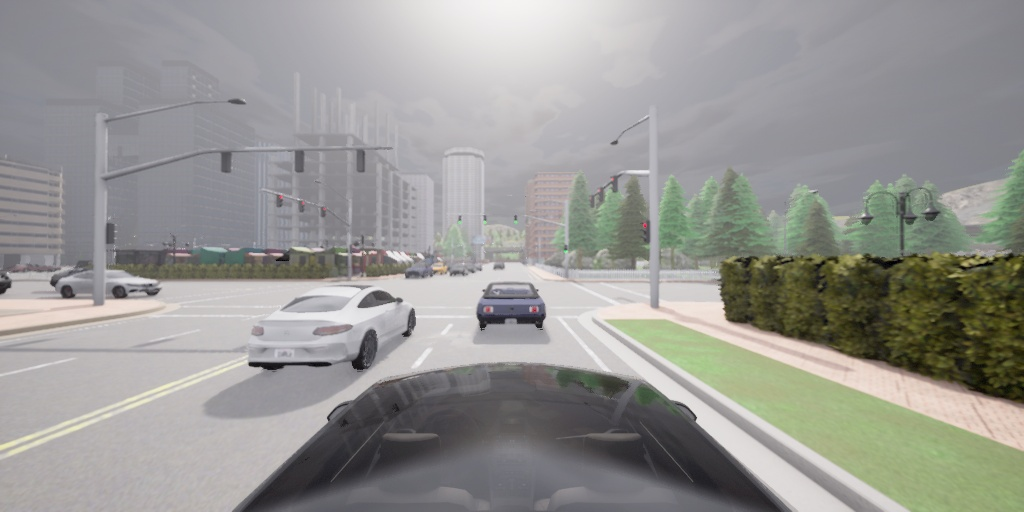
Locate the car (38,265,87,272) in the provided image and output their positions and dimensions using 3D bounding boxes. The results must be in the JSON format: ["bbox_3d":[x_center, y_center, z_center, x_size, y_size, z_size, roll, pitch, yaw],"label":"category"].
[{"bbox_3d":[-26.588,1.506,23.088,4.902,1.511,2.128,0,-1,2],"label":"car"}]

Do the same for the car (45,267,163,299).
[{"bbox_3d":[-21.776,1.495,19.428,4.674,1.442,1.812,0,-1,2],"label":"car"}]

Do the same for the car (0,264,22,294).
[{"bbox_3d":[-31.348,1.199,19.763,5.566,2.045,2.150,0,-1,2],"label":"car"}]

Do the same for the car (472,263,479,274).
[{"bbox_3d":[-6.525,1.881,54.534,1.837,1.490,4.892,0,-1,1],"label":"car"}]

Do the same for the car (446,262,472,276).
[{"bbox_3d":[-6.635,1.773,45.426,1.837,1.490,4.892,0,-1,1],"label":"car"}]

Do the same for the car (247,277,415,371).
[{"bbox_3d":[-3.496,1.349,7.783,1.812,1.442,4.674,0,-1,-1],"label":"car"}]

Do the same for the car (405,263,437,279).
[{"bbox_3d":[-10.324,1.560,40.123,2.097,1.767,4.553,0,-1,4],"label":"car"}]

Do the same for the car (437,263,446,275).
[{"bbox_3d":[-10.091,1.791,49.082,1.882,1.535,5.008,0,-1,1],"label":"car"}]

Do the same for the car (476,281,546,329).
[{"bbox_3d":[-0.039,1.469,11.685,1.895,1.301,4.718,0,-1,-1],"label":"car"}]

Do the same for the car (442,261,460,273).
[{"bbox_3d":[-9.958,1.784,59.152,2.097,1.767,4.553,0,-1,1],"label":"car"}]

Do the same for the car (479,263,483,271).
[{"bbox_3d":[-6.360,2.047,64.987,2.033,1.411,5.357,0,-1,1],"label":"car"}]
